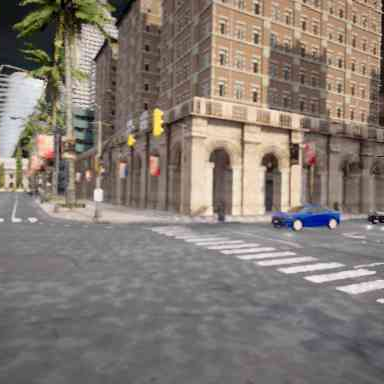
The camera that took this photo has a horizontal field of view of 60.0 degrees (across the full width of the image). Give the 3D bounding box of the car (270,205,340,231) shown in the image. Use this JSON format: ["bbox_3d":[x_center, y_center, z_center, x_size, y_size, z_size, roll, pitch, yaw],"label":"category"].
[{"bbox_3d":[7.365,1.590,21.539,5.008,1.535,1.882,1,0,-28],"label":"car"}]

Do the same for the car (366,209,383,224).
[{"bbox_3d":[16.148,1.845,26.127,5.357,1.411,2.033,1,0,-27],"label":"car"}]
